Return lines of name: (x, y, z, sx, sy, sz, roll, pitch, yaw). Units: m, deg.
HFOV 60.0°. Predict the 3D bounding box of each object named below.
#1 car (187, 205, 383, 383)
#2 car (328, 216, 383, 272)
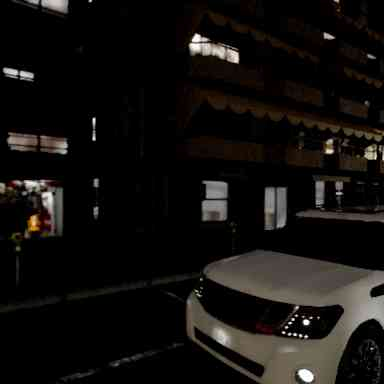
car: (2.597, 1.259, 5.231, 5.566, 2.045, 2.150, 0, 0, -35)
car: (6.895, 1.640, 11.502, 4.403, 1.369, 2.008, 0, 0, -36)
